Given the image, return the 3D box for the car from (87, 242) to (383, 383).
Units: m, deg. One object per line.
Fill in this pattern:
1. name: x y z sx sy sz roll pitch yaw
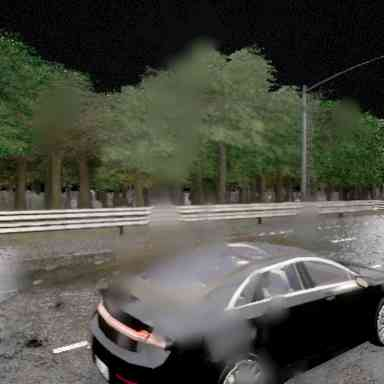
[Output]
1. car: 1.092 1.479 4.644 4.902 1.511 2.128 0 0 -36
